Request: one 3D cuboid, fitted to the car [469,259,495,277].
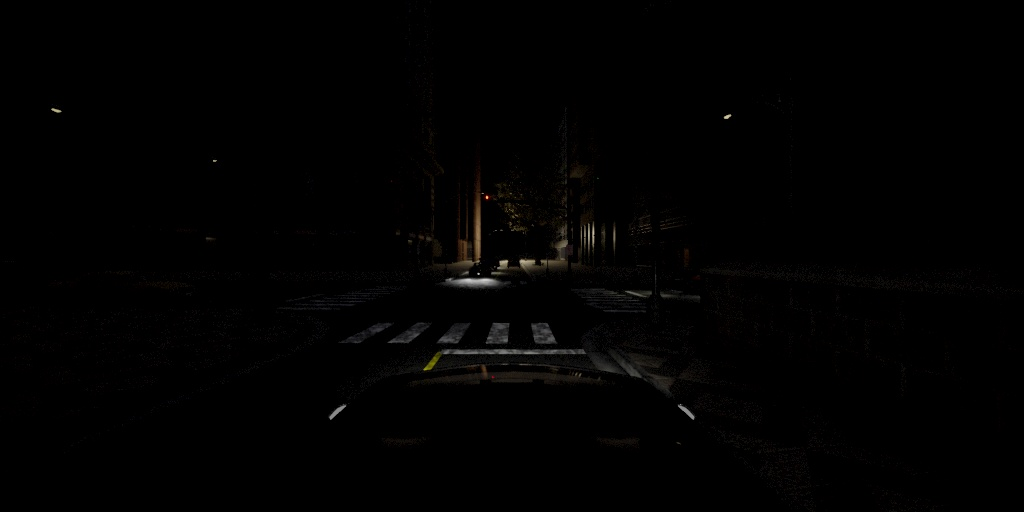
[{"bbox_3d":[-2.997,1.275,34.437,1.895,1.301,4.718,0,0,0],"label":"car"}]

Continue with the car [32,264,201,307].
[{"bbox_3d":[-14.902,1.146,13.866,4.829,1.417,1.751,0,0,1],"label":"car"}]

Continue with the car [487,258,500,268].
[{"bbox_3d":[-2.906,1.034,57.326,1.812,1.442,4.674,0,0,0],"label":"car"}]

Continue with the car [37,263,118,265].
[{"bbox_3d":[-26.245,1.065,22.494,4.313,1.339,1.948,0,0,1],"label":"car"}]

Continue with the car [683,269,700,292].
[{"bbox_3d":[12.419,1.311,19.481,5.008,1.535,1.882,0,0,1],"label":"car"}]

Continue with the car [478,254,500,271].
[{"bbox_3d":[-2.966,0.825,45.107,2.150,2.045,5.566,0,0,-1],"label":"car"}]

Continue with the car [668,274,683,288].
[{"bbox_3d":[11.988,1.381,22.148,4.403,1.370,2.007,0,0,1],"label":"car"}]

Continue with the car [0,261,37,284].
[{"bbox_3d":[-31.863,0.974,22.545,4.507,1.381,1.888,0,0,1],"label":"car"}]

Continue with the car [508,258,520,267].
[{"bbox_3d":[0.271,0.987,57.143,1.882,1.535,5.008,0,1,0],"label":"car"}]
